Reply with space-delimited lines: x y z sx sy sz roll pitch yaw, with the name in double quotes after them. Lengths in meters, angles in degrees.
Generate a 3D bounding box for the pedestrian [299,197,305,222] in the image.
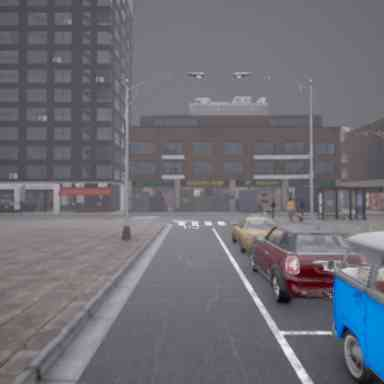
7.995 1.282 24.223 0.375 1.860 0.375 0 -1 0 "pedestrian"

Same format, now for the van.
2.644 1.357 2.854 1.690 1.788 3.998 0 0 0 "van"

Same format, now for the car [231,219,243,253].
2.644 1.600 13.898 1.752 1.417 4.829 0 0 0 "car"

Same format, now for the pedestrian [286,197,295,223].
7.012 1.273 23.624 0.375 1.860 0.375 0 -1 0 "pedestrian"

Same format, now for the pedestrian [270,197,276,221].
6.012 1.270 24.824 0.375 1.860 0.375 0 -1 0 "pedestrian"

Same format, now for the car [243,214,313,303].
2.644 1.484 8.291 1.967 1.590 4.097 0 0 0 "car"
